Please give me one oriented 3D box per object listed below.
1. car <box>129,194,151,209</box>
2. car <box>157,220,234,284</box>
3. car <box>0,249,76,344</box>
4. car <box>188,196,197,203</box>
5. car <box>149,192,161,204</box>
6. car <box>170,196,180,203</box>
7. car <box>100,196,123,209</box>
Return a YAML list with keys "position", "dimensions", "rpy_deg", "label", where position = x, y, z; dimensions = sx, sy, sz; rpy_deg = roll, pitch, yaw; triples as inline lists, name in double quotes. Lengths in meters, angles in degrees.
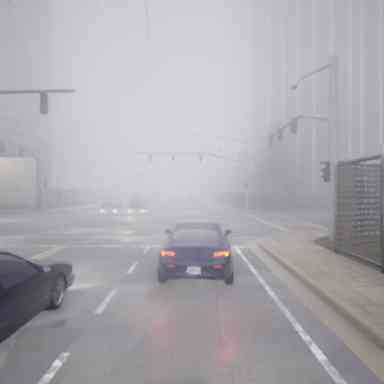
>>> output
- position: [-7.066, 1.408, 44.071]
  dimensions: [1.882, 1.535, 5.008]
  rpy_deg: [0, 0, 0]
  label: "car"
- position: [0.161, 1.510, 9.433]
  dimensions: [1.812, 1.442, 4.674]
  rpy_deg: [0, 0, 3]
  label: "car"
- position: [-3.442, 1.540, 4.715]
  dimensions: [2.033, 1.411, 5.357]
  rpy_deg: [0, 0, 1]
  label: "car"
- position: [0.022, 1.450, 68.164]
  dimensions: [2.033, 1.411, 5.357]
  rpy_deg: [0, 0, 0]
  label: "car"
- position: [-7.001, 1.122, 61.852]
  dimensions: [2.150, 2.045, 5.566]
  rpy_deg: [0, 0, 1]
  label: "car"
- position: [-3.478, 1.452, 68.166]
  dimensions: [2.033, 1.411, 5.357]
  rpy_deg: [0, 0, 0]
  label: "car"
- position: [-10.569, 1.282, 43.858]
  dimensions: [2.097, 1.767, 4.553]
  rpy_deg: [0, 0, 0]
  label: "car"
